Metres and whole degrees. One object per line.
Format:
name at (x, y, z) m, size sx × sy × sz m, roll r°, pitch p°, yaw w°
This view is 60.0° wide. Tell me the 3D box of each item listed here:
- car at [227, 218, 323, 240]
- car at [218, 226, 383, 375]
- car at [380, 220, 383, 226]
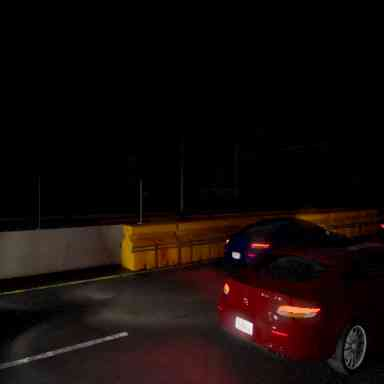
car at (3.055, 1.526, 10.230) m, size 4.674 × 1.442 × 1.812 m, roll 0°, pitch 0°, yaw -35°
car at (2.525, 1.526, 5.555) m, size 4.674 × 1.442 × 1.812 m, roll 0°, pitch 0°, yaw -36°
car at (10.854, 1.547, 15.790) m, size 5.357 × 1.411 × 2.033 m, roll 0°, pitch 0°, yaw -36°
